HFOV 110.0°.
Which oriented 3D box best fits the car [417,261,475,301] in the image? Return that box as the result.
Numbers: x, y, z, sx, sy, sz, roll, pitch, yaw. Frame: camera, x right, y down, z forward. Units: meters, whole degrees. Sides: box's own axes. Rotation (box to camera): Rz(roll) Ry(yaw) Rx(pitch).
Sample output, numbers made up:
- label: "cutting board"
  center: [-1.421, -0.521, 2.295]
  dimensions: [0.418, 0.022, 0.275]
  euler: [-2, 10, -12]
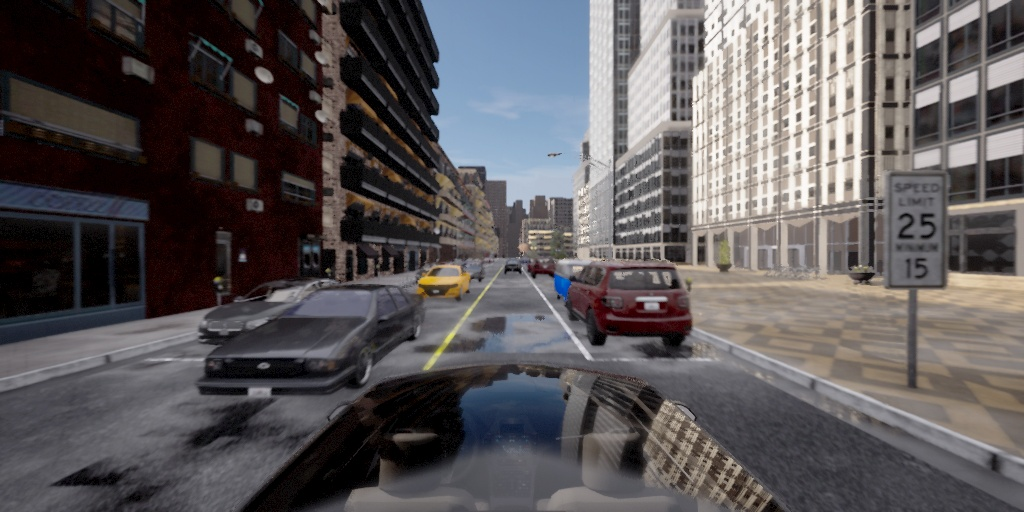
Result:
- label: "car"
  center: [-3.104, 1.175, 17.204]
  dimensions: [1.882, 1.535, 5.008]
  euler: [0, 0, 0]

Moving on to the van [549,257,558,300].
- label: "van"
  center: [2.686, 1.045, 14.798]
  dimensions: [1.690, 1.789, 3.998]
  euler: [0, 0, 0]

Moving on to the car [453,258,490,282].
- label: "car"
  center: [-3.096, 1.157, 27.634]
  dimensions: [2.128, 1.511, 4.902]
  euler: [0, 0, 0]

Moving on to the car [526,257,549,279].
- label: "car"
  center: [2.682, 0.970, 31.377]
  dimensions: [2.192, 1.841, 5.009]
  euler: [0, 0, 0]

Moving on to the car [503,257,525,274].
- label: "car"
  center: [0.093, 1.143, 38.464]
  dimensions: [1.837, 1.490, 4.892]
  euler: [0, 0, 0]

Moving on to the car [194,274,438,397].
- label: "car"
  center: [-3.101, 1.279, 7.071]
  dimensions: [2.033, 1.411, 5.357]
  euler: [0, 0, 0]

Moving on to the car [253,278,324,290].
- label: "car"
  center: [-5.693, 1.274, 9.270]
  dimensions: [2.007, 1.370, 4.403]
  euler: [0, 0, 0]

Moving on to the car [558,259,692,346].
- label: "car"
  center: [2.687, 1.038, 9.272]
  dimensions: [2.192, 1.841, 5.009]
  euler: [0, 0, 0]
